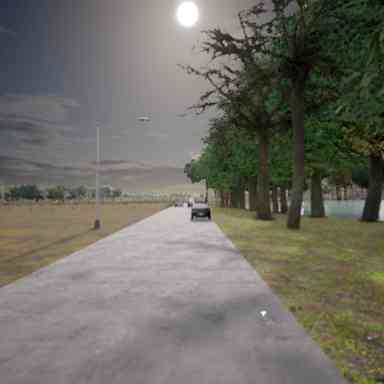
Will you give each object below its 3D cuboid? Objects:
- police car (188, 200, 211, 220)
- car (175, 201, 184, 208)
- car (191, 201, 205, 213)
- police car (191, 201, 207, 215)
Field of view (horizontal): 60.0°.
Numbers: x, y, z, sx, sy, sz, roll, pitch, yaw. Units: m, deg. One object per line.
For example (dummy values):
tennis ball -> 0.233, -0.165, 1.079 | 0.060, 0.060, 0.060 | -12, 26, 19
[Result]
police car -> 0.835, 1.828, 32.894 | 1.930, 1.638, 5.238 | 0, -1, 0
car -> -2.728, 2.589, 70.985 | 2.033, 1.411, 5.357 | 0, -1, 0
car -> 0.840, 2.160, 48.782 | 1.837, 1.490, 4.892 | 0, -1, 0
police car -> 0.838, 1.983, 42.893 | 1.930, 1.638, 5.238 | 0, -1, 0
